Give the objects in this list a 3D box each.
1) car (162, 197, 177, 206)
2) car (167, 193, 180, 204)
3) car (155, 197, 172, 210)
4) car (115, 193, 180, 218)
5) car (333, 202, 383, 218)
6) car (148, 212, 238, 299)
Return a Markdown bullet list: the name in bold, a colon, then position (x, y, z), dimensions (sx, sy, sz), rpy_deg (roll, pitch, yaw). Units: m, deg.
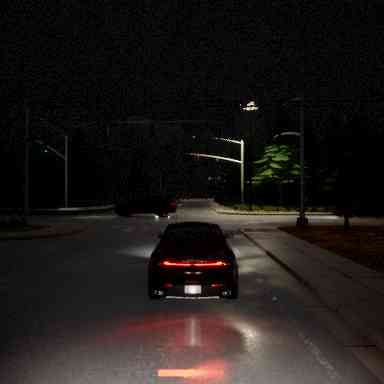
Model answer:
- **car**: position (-3.686, 1.547, 54.802), dimensions (2.033, 1.411, 5.357), rpy_deg (0, 0, 0)
- **car**: position (-3.560, 1.221, 65.434), dimensions (2.150, 2.045, 5.566), rpy_deg (0, 0, 1)
- **car**: position (-3.683, 1.505, 44.355), dimensions (1.837, 1.490, 4.892), rpy_deg (0, 0, 0)
- **car**: position (-4.073, 1.237, 29.880), dimensions (5.566, 2.045, 2.150), rpy_deg (0, 0, 1)
- **car**: position (14.878, 1.591, 29.575), dimensions (4.181, 1.385, 1.994), rpy_deg (0, 0, 1)
- **car**: position (0.031, 1.501, 8.416), dimensions (1.837, 1.490, 4.892), rpy_deg (0, 0, 0)
